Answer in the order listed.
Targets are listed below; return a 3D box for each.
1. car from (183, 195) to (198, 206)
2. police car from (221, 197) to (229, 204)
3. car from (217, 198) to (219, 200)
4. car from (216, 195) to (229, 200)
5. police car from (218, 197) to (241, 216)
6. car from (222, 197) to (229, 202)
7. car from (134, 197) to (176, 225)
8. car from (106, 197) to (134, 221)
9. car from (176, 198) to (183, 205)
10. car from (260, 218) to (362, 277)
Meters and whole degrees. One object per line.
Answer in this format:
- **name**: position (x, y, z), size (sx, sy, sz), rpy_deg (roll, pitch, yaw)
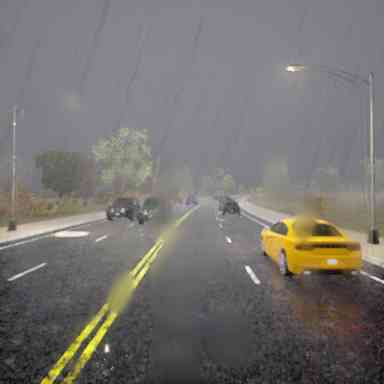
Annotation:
- **car**: position (0.003, 1.678, 67.167), size (2.150, 2.045, 5.566), rpy_deg (0, 0, 6)
- **police car**: position (7.928, 1.932, 80.272), size (1.930, 1.638, 5.238), rpy_deg (0, 0, 7)
- **car**: position (4.907, 1.910, 47.526), size (1.994, 1.385, 4.181), rpy_deg (0, 0, 4)
- **car**: position (5.744, 1.628, 58.452), size (2.150, 2.045, 5.566), rpy_deg (0, 0, 5)
- **police car**: position (4.248, 1.707, 36.732), size (1.930, 1.638, 5.238), rpy_deg (0, 0, 3)
- **car**: position (9.255, 2.047, 91.007), size (1.837, 1.490, 4.892), rpy_deg (0, 0, 7)
- **car**: position (-2.810, 1.433, 26.511), size (2.150, 2.045, 5.566), rpy_deg (0, 0, 2)
- **car**: position (-5.930, 1.455, 29.714), size (2.150, 2.045, 5.566), rpy_deg (0, 0, 3)
- **car**: position (-2.826, 1.977, 71.537), size (1.812, 1.442, 4.674), rpy_deg (0, 0, 5)
- **car**: position (3.461, 1.570, 10.580), size (1.882, 1.535, 5.008), rpy_deg (0, 0, 1)
